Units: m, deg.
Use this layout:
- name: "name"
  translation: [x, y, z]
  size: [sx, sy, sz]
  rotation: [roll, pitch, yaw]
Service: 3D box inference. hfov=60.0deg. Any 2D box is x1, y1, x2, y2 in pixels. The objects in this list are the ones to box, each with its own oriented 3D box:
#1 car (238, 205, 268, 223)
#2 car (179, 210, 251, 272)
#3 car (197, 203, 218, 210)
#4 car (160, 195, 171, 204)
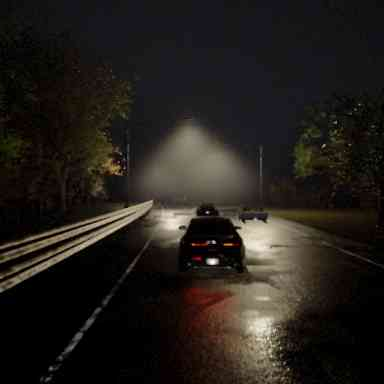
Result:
- name: "car"
  translation: [4.751, 1.727, 26.667]
  size: [1.895, 1.301, 4.718]
  rotation: [0, 0, 2]
- name: "car"
  translation: [0.610, 1.549, 10.978]
  size: [1.837, 1.490, 4.892]
  rotation: [0, 0, 2]
- name: "car"
  translation: [1.383, 1.712, 30.098]
  size: [1.994, 1.385, 4.181]
  rotation: [0, 0, 2]
- name: "car"
  translation: [-6.270, 1.772, 78.730]
  size: [2.150, 2.045, 5.566]
  rotation: [0, -1, -9]
